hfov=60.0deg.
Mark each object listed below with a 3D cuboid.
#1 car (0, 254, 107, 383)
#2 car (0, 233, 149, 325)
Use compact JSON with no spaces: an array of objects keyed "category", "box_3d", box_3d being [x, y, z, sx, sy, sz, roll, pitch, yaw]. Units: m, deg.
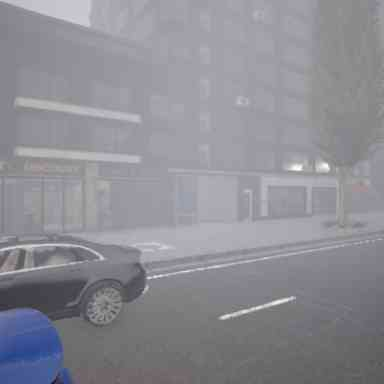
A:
[{"category":"car","box_3d":[-3.146,1.475,1.441,5.008,1.535,1.882,0,0,-35]},{"category":"car","box_3d":[-3.105,1.493,5.462,4.902,1.511,2.128,0,0,-35]}]
